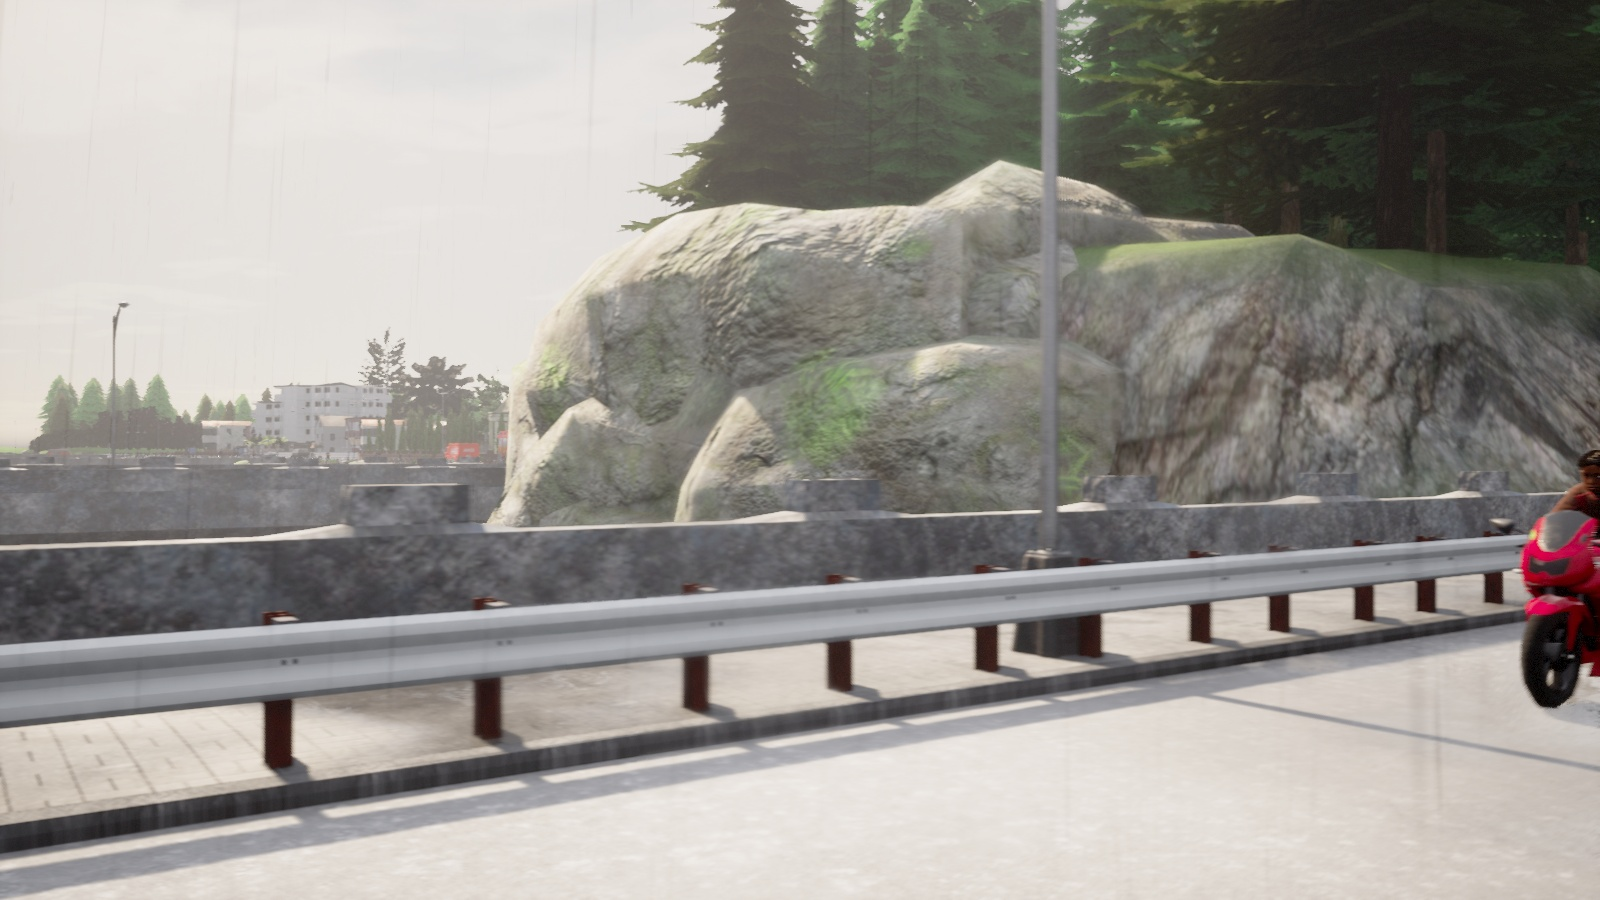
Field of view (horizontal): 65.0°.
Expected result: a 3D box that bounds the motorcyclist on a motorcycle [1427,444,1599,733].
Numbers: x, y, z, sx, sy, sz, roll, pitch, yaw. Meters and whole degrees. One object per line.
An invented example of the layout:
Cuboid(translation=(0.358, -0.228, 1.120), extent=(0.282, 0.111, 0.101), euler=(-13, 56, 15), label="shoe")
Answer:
Cuboid(translation=(4.702, 0.736, 7.539), extent=(2.044, 1.523, 0.797), euler=(0, 0, -35), label="motorcyclist on a motorcycle")
